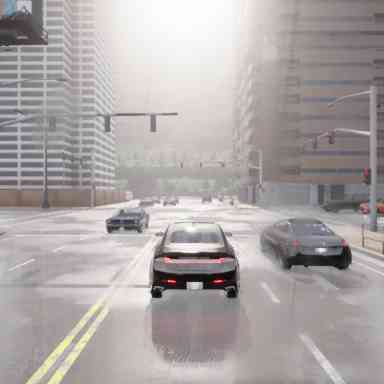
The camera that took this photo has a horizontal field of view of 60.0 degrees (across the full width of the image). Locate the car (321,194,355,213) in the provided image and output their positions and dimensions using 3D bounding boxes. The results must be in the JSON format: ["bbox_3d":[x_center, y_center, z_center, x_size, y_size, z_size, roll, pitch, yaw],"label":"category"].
[{"bbox_3d":[17.144,1.232,36.548,5.566,2.045,2.150,0,0,0],"label":"car"}]

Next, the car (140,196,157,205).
[{"bbox_3d":[-7.174,1.541,53.324,1.812,1.442,4.674,0,0,1],"label":"car"}]

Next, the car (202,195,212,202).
[{"bbox_3d":[3.388,1.377,76.864,2.097,1.767,4.553,0,0,0],"label":"car"}]

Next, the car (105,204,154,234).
[{"bbox_3d":[-3.629,1.606,19.433,1.895,1.301,4.718,0,0,0],"label":"car"}]

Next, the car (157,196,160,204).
[{"bbox_3d":[-7.143,1.544,63.732,1.812,1.442,4.674,0,0,1],"label":"car"}]

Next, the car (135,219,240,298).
[{"bbox_3d":[0.053,1.494,8.490,2.128,1.511,4.902,0,0,0],"label":"car"}]

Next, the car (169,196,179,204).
[{"bbox_3d":[-3.620,1.522,67.345,1.837,1.490,4.892,0,0,1],"label":"car"}]

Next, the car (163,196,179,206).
[{"bbox_3d":[-3.670,1.507,55.119,2.128,1.511,4.902,0,0,0],"label":"car"}]

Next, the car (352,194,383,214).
[{"bbox_3d":[18.969,1.361,33.028,4.553,1.767,2.097,0,0,0],"label":"car"}]

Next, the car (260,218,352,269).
[{"bbox_3d":[3.564,1.567,11.141,1.994,1.385,4.181,0,0,0],"label":"car"}]
